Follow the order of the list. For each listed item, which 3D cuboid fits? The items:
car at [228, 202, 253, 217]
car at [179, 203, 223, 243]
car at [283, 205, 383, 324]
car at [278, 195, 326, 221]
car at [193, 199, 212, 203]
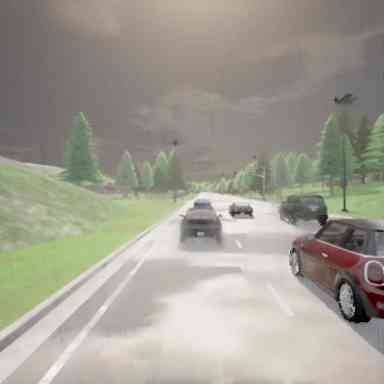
[{"bbox_3d":[4.447,1.562,30.936,1.895,1.301,4.718,0,0,2],"label":"car"},{"bbox_3d":[0.433,1.481,16.048,1.837,1.490,4.892,0,0,2],"label":"car"},{"bbox_3d":[3.708,1.347,7.299,2.097,1.767,4.553,0,0,1],"label":"car"},{"bbox_3d":[7.679,1.199,23.424,2.150,2.045,5.566,0,0,2],"label":"car"},{"bbox_3d":[1.099,1.427,35.209,1.882,1.535,5.008,0,0,2],"label":"car"}]
